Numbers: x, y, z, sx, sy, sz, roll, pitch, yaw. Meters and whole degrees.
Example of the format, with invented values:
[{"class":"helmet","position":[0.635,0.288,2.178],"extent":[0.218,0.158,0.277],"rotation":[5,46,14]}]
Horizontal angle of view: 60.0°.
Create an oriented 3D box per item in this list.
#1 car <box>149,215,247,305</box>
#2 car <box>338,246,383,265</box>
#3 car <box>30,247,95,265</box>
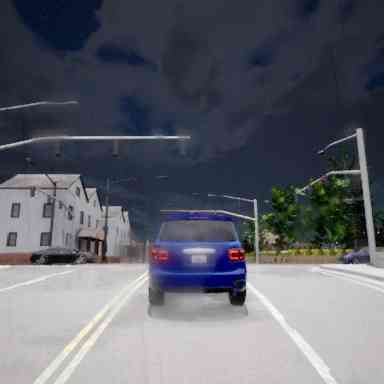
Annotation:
[{"class":"car","position":[0.087,1.758,9.274],"extent":[2.150,2.045,5.566],"rotation":[0,-7,-1]},{"class":"car","position":[15.454,5.650,29.563],"extent":[4.553,1.767,2.097],"rotation":[0,-12,1]},{"class":"car","position":[-10.290,5.174,26.688],"extent":[4.892,1.490,1.837],"rotation":[0,-12,-8]}]
